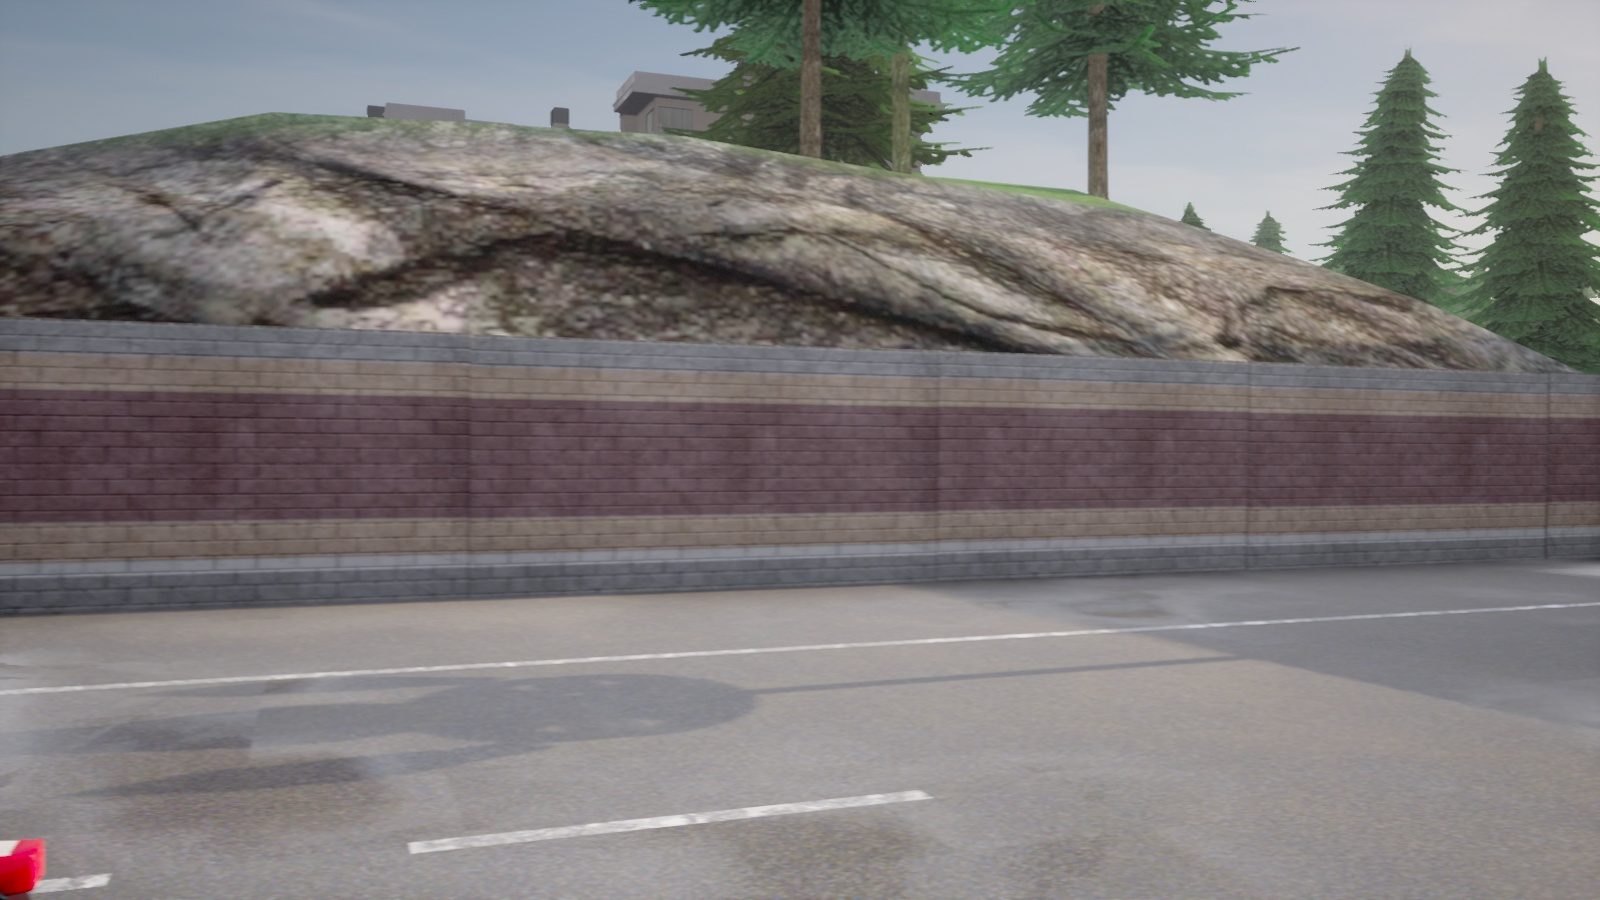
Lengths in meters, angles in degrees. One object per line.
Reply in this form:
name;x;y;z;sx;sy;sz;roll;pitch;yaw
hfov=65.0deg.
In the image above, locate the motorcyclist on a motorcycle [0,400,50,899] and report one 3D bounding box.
motorcyclist on a motorcycle;-2.745;0.742;2.195;2.350;1.649;0.766;-1;1;-21
